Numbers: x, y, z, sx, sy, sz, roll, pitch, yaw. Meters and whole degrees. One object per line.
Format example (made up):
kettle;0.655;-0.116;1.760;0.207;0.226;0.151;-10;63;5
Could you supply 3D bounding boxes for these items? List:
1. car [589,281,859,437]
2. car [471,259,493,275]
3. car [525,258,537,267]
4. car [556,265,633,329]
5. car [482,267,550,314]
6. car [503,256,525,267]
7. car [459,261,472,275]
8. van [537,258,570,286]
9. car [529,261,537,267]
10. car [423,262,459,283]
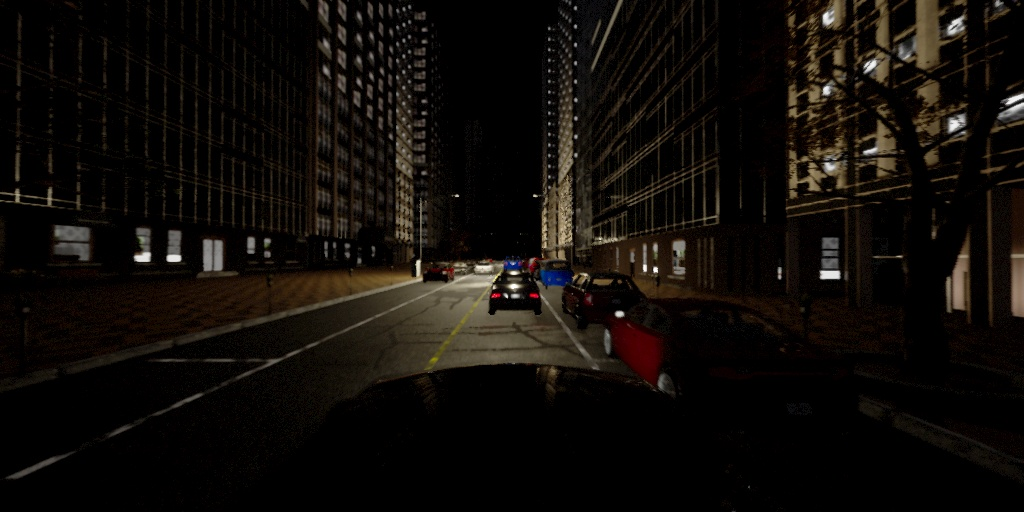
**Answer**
car;2.693;1.301;5.589;1.888;1.381;4.507;0;0;0
car;-3.040;1.328;39.462;1.812;1.442;4.674;0;0;1
car;2.692;1.110;33.797;2.192;1.841;5.009;0;0;0
car;2.693;1.204;11.231;1.967;1.591;4.097;0;0;0
car;0.102;1.315;13.840;2.033;1.411;5.357;0;0;0
car;0.100;1.028;42.690;2.150;2.045;5.566;0;0;0
car;-5.689;1.353;39.412;2.007;1.370;4.403;0;0;0
van;2.692;1.122;22.513;1.690;1.789;3.998;0;0;0
car;2.692;1.339;28.155;2.007;1.370;4.403;0;0;0
car;-5.688;1.228;28.127;1.967;1.591;4.097;0;0;0
